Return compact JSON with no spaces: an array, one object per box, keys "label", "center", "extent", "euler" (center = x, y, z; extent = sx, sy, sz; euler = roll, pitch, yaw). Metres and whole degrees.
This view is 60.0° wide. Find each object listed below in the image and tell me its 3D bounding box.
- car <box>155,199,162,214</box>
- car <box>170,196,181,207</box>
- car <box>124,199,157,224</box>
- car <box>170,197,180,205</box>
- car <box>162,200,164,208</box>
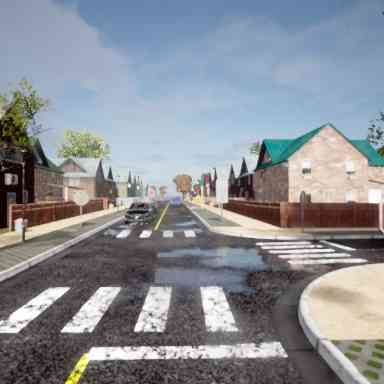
[{"label":"car","center":[-4.566,1.684,36.401],"extent":[1.895,1.301,4.718],"euler":[0,0,-3]},{"label":"car","center":[-2.700,1.756,55.334],"extent":[2.033,1.411,5.357],"euler":[0,0,-3]},{"label":"car","center":[-3.968,1.540,25.429],"extent":[1.837,1.490,4.892],"euler":[0,0,-3]},{"label":"car","center":[-3.285,1.765,65.110],"extent":[1.882,1.535,5.008],"euler":[0,-1,-3]},{"label":"car","center":[-5.314,1.735,50.457],"extent":[1.994,1.385,4.181],"euler":[0,0,-3]}]
